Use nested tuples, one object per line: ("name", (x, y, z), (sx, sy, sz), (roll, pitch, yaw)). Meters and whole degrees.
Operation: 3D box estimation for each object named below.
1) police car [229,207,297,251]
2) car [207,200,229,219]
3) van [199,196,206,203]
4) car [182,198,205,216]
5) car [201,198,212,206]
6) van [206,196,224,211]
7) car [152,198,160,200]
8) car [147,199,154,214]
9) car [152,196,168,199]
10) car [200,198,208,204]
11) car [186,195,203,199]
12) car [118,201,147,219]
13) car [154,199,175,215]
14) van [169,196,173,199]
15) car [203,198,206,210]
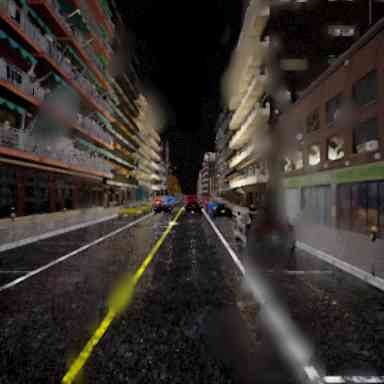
("police car", (3.010, 1.500, 14.614), (1.930, 1.638, 5.238), (0, 0, 0))
("car", (2.719, 1.730, 31.042), (1.947, 1.339, 4.313), (0, 0, 0))
("van", (2.762, 1.856, 87.663), (1.690, 1.788, 3.998), (0, 0, 0))
("car", (0.084, 1.688, 34.416), (1.837, 1.490, 4.892), (0, 0, 0))
("car", (2.744, 1.909, 65.015), (1.887, 1.381, 4.507), (0, 0, 0))
("van", (2.725, 1.537, 36.705), (1.690, 1.788, 3.998), (0, 0, 0))
("car", (-5.653, 1.779, 42.373), (2.008, 1.369, 4.403), (0, 0, 0))
("car", (-5.657, 1.720, 36.540), (1.752, 1.417, 4.829), (0, 0, 0))
("car", (-5.642, 1.609, 53.697), (2.192, 1.841, 5.009), (0, 0, 0))
("car", (2.752, 2.021, 76.337), (1.802, 1.307, 4.206), (0, 0, 0))
("car", (0.043, 1.474, 46.185), (2.150, 2.045, 5.566), (0, 0, 0))
("car", (-5.662, 1.689, 30.878), (1.752, 1.417, 4.829), (0, 0, 0))
("car", (-3.064, 1.798, 36.908), (1.895, 1.301, 4.718), (0, 0, 0))
("van", (-5.630, 1.742, 70.684), (1.690, 1.788, 3.998), (0, 0, 0))
("car", (2.727, 1.773, 42.367), (1.887, 1.381, 4.507), (0, 0, 0))
